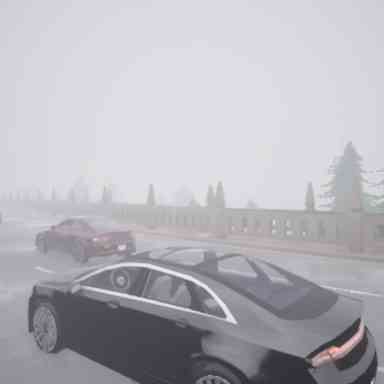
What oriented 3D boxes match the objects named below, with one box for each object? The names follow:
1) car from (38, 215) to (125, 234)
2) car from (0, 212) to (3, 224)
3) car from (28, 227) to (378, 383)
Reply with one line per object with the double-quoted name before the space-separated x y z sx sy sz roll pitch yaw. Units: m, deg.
"car" -3.902 1.575 12.011 4.674 1.442 1.812 0 0 42
"car" -15.608 1.655 24.974 1.994 1.385 4.181 0 0 -39
"car" -0.328 1.512 4.444 4.902 1.511 2.128 0 0 37
